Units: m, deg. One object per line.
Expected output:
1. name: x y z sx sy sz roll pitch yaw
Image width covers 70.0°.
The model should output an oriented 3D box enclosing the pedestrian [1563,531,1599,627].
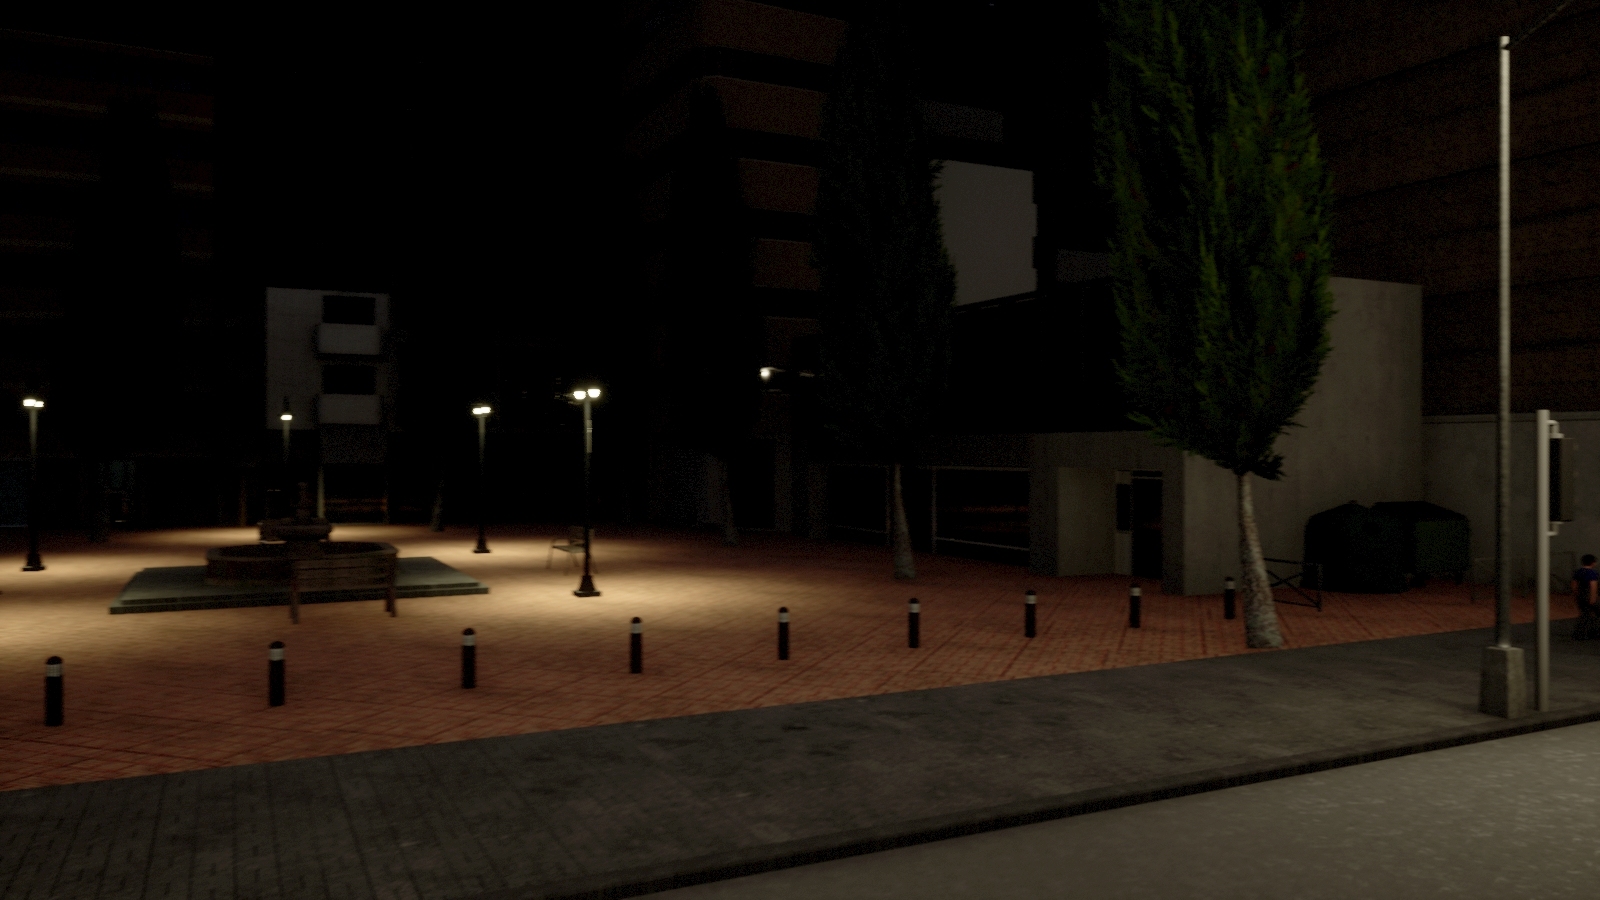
1. pedestrian: 11.096 1.810 16.142 0.375 1.300 0.375 0 0 -15
